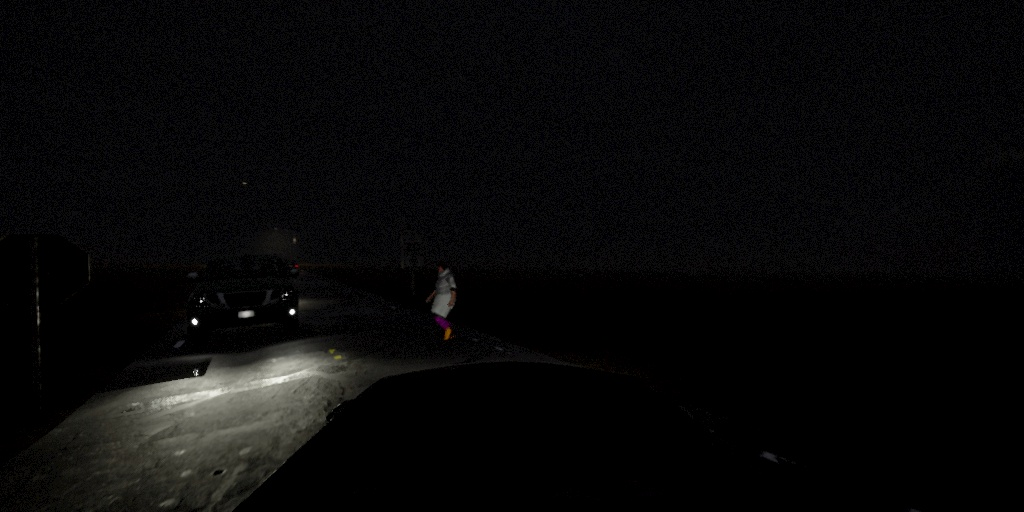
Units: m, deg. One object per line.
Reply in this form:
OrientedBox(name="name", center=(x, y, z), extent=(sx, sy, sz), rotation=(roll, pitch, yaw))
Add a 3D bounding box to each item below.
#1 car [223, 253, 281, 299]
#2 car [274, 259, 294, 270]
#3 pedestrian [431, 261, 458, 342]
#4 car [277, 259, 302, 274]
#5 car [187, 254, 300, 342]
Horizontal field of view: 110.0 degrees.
OrientedBox(name="car", center=(-13.927, 0.912, 19.299), extent=(2.150, 2.045, 5.566), rotation=(-2, 1, -36))
OrientedBox(name="car", center=(-30.486, 1.088, 47.862), extent=(1.994, 1.385, 4.181), rotation=(-2, 1, -35))
OrientedBox(name="pedestrian", center=(-1.499, 0.962, 8.052), extent=(0.375, 1.860, 0.375), rotation=(0, -2, -35))
OrientedBox(name="car", center=(-24.506, 1.081, 39.406), extent=(2.033, 1.411, 5.357), rotation=(-2, 1, -35))
OrientedBox(name="car", center=(-7.664, 0.965, 10.433), extent=(2.150, 2.045, 5.566), rotation=(-2, 1, -35))
